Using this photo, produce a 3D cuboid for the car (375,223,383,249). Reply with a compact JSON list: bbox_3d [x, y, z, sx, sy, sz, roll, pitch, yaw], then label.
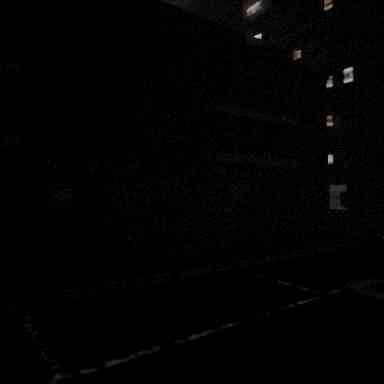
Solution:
[{"bbox_3d":[8.779,1.503,12.902,4.403,1.369,2.008,0,0,-36],"label":"car"}]
